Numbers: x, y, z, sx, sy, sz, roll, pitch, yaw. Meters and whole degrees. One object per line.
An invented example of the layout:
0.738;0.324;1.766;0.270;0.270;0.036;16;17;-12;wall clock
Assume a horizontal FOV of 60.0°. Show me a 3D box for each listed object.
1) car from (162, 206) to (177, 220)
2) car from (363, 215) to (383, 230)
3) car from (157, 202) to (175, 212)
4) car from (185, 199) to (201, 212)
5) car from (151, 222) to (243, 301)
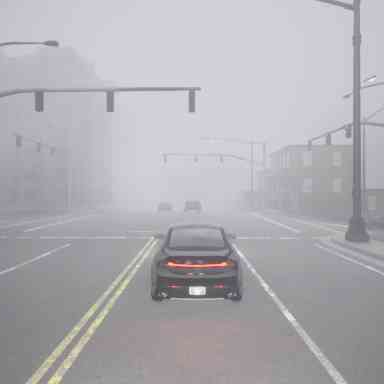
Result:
-3.628;3.522;54.965;2.128;1.511;4.902;0;-12;0;car
16.007;2.649;28.207;4.181;1.385;1.994;9;0;0;car
-3.630;2.066;45.558;1.837;1.490;4.892;0;-5;0;car
0.088;1.651;40.726;1.882;1.535;5.008;0;-4;1;car
0.094;1.505;8.321;1.837;1.490;4.892;0;0;0;car
